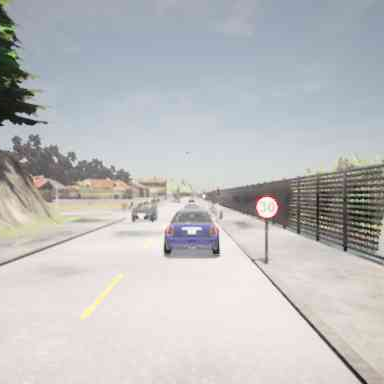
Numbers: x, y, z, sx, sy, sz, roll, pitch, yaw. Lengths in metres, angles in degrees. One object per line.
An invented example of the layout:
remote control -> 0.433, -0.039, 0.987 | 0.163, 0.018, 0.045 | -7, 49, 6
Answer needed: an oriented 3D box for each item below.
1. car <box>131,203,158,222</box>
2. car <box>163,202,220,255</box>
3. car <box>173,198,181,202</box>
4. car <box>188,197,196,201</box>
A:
car -> -4.017, 1.760, 28.794 | 2.128, 1.511, 4.902 | 0, -1, 0
car -> -0.004, 1.481, 14.082 | 2.097, 1.767, 4.553 | 0, -1, 0
car -> -4.037, 2.339, 88.911 | 1.812, 1.442, 4.674 | 0, -1, 0
car -> -0.034, 2.236, 83.718 | 1.895, 1.301, 4.718 | 0, -1, 0
